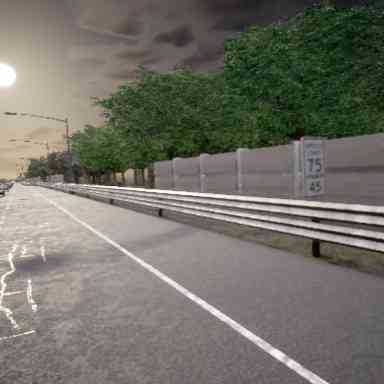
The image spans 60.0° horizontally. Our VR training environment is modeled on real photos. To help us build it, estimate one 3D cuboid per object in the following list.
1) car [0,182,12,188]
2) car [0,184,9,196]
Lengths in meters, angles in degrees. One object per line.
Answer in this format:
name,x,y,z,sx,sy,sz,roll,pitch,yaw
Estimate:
car,-40.769,-0.826,72.169,1.895,1.301,4.718,-4,4,-28
car,-28.469,-0.034,48.861,1.895,1.301,4.718,-4,4,-28
